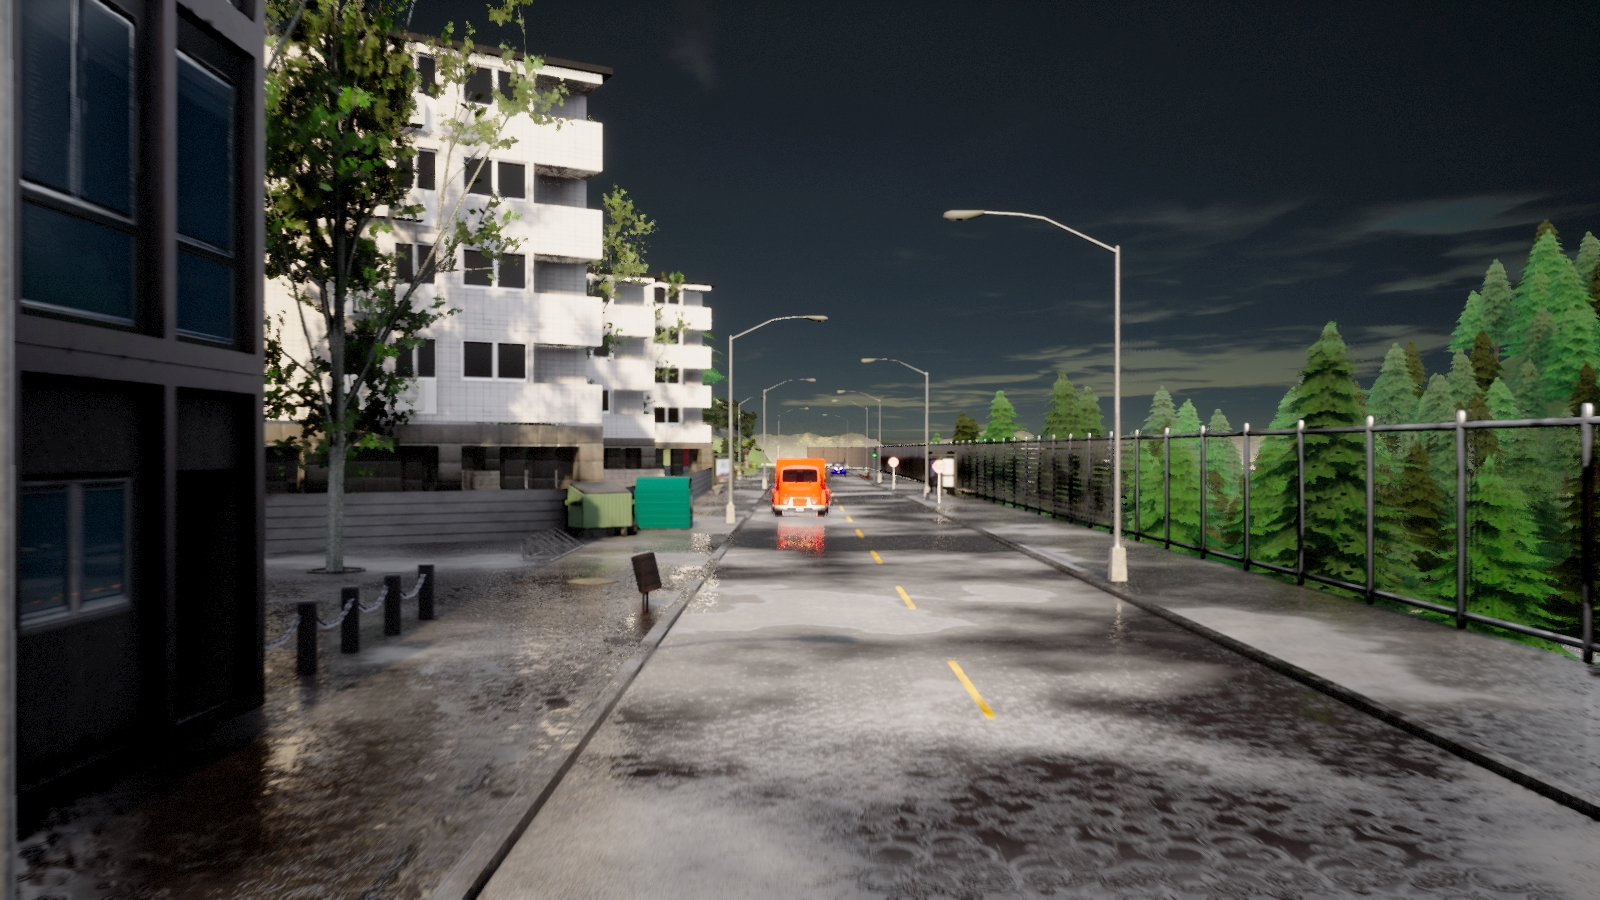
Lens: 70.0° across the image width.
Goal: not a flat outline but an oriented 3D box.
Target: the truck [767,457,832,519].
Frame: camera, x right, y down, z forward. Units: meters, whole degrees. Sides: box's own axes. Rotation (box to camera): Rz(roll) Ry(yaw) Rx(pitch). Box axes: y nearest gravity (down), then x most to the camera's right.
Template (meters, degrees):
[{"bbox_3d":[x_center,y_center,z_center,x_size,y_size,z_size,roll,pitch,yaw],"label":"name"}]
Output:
[{"bbox_3d":[0.020,1.568,48.994,2.627,2.467,5.204,0,0,1],"label":"truck"}]
